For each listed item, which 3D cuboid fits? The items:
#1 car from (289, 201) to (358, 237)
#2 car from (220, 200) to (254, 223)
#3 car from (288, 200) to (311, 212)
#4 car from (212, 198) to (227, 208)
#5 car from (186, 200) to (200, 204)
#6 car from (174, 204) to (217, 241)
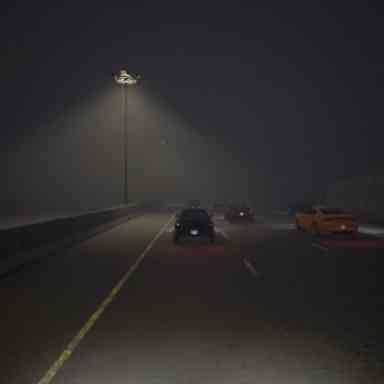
[{"bbox_3d":[7.102,1.491,18.105,1.882,1.535,5.008,0,0,0],"label":"car"},{"bbox_3d":[3.603,1.583,26.123,1.994,1.385,4.181,0,0,0],"label":"car"},{"bbox_3d":[10.689,1.529,32.093,1.837,1.490,4.892,0,0,2],"label":"car"},{"bbox_3d":[3.605,1.522,42.158,2.128,1.511,4.902,0,0,0],"label":"car"},{"bbox_3d":[0.103,1.574,35.490,2.033,1.411,5.357,0,0,0],"label":"car"},{"bbox_3d":[0.102,1.538,16.506,1.812,1.442,4.674,0,0,0],"label":"car"}]
